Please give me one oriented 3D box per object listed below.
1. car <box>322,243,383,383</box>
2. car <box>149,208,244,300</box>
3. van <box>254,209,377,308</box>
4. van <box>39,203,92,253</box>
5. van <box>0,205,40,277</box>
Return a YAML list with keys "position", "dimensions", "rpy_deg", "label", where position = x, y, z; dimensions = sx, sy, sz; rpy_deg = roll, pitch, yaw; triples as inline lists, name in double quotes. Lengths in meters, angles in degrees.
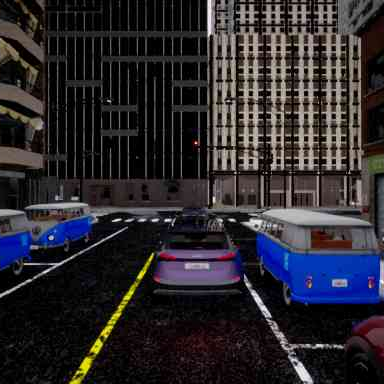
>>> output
- position: [2.569, 1.440, 1.935]
  dimensions: [1.967, 1.590, 4.097]
  rpy_deg: [0, 0, 0]
  label: "car"
- position: [0.098, 1.432, 8.381]
  dimensions: [2.033, 1.649, 4.856]
  rpy_deg: [0, 0, 0]
  label: "car"
- position: [2.568, 1.343, 7.625]
  dimensions: [1.690, 1.788, 3.998]
  rpy_deg: [0, 0, 0]
  label: "van"
- position: [-5.314, 1.346, 13.308]
  dimensions: [1.690, 1.788, 3.998]
  rpy_deg: [0, 0, 0]
  label: "van"
- position: [-5.312, 1.343, 7.618]
  dimensions: [1.690, 1.788, 3.998]
  rpy_deg: [0, 0, 0]
  label: "van"
